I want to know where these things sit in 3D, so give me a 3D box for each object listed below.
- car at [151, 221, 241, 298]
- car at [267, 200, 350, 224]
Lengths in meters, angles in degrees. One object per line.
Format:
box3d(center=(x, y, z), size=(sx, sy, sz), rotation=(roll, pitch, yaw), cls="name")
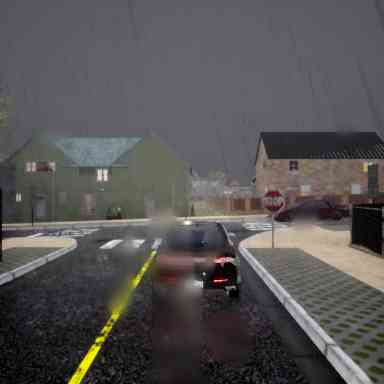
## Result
box3d(center=(0.134, 1.493, 8.537), size=(2.128, 1.511, 4.902), rotation=(0, 0, 2), cls="car")
box3d(center=(7.639, 1.224, 21.557), size=(5.357, 1.411, 2.033), rotation=(-2, 0, -4), cls="car")
